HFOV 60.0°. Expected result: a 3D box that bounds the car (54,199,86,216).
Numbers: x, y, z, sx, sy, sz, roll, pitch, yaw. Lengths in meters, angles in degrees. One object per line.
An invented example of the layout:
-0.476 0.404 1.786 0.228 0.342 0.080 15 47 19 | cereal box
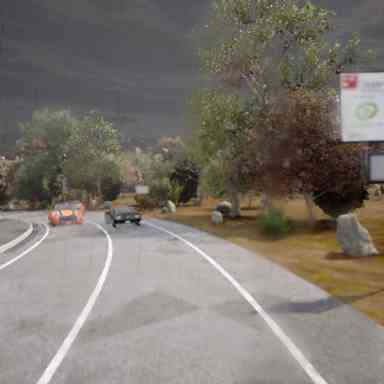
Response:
-14.410 1.773 39.133 2.097 1.767 4.553 -5 1 -38 | car

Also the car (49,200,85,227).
-9.664 1.621 25.331 2.097 1.767 4.553 -3 0 -26 | car

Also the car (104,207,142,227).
-5.005 1.676 23.545 1.895 1.301 4.718 -2 0 -22 | car
